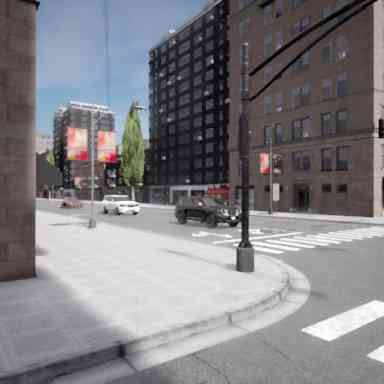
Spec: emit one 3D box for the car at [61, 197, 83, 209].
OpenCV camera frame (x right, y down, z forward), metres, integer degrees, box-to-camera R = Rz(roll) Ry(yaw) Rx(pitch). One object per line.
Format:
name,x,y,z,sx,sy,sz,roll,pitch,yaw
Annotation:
car,-17.597,1.535,48.720,2.097,1.767,4.553,0,0,-36

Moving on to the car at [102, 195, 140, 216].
car,-7.521,1.342,34.641,2.150,2.045,5.566,0,-1,-36

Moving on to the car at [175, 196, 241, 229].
car,0.951,1.284,22.912,2.150,2.045,5.566,0,0,-36
